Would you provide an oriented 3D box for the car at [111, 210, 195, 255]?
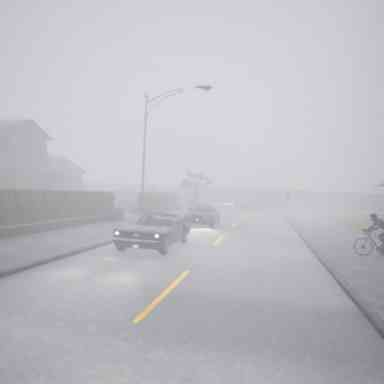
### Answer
[{"bbox_3d":[-1.422,1.545,13.395,1.895,1.301,4.718,2,0,13],"label":"car"}]

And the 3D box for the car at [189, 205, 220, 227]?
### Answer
[{"bbox_3d":[0.759,1.601,23.121,1.994,1.385,4.181,2,0,13],"label":"car"}]

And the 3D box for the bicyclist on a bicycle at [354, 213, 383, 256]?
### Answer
[{"bbox_3d":[6.989,1.642,12.530,1.656,1.620,0.582,2,0,13],"label":"bicyclist on a bicycle"}]

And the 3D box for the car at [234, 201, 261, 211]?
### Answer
[{"bbox_3d":[7.635,1.930,46.759,1.895,1.301,4.718,2,0,-19],"label":"car"}]
